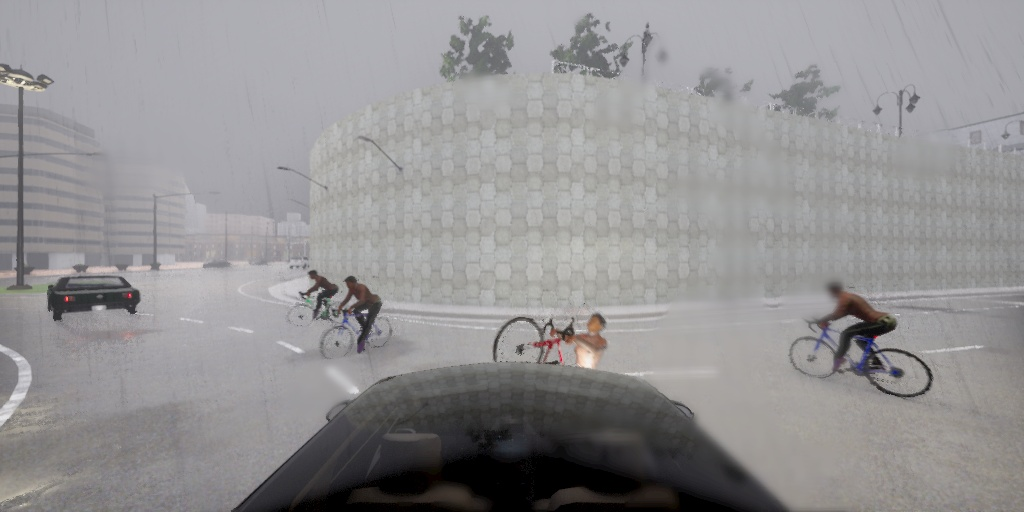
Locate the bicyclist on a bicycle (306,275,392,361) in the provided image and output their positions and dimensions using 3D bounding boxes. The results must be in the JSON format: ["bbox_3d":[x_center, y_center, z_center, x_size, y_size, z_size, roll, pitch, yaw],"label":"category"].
[{"bbox_3d":[-3.147,1.215,7.355,0.582,1.620,1.656,0,2,31],"label":"bicyclist on a bicycle"}]

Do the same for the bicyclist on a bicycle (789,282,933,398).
[{"bbox_3d":[5.229,1.231,5.540,0.582,1.620,1.656,0,-2,-31],"label":"bicyclist on a bicycle"}]

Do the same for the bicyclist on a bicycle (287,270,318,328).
[{"bbox_3d":[-5.508,1.215,10.292,1.656,1.620,0.582,-2,1,-27],"label":"bicyclist on a bicycle"}]

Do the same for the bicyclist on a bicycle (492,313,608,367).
[{"bbox_3d":[0.581,1.258,4.160,1.620,1.656,0.582,-26,14,-32],"label":"bicyclist on a bicycle"}]

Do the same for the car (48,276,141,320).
[{"bbox_3d":[-14.844,1.344,12.667,4.718,1.301,1.895,0,0,37],"label":"car"}]
